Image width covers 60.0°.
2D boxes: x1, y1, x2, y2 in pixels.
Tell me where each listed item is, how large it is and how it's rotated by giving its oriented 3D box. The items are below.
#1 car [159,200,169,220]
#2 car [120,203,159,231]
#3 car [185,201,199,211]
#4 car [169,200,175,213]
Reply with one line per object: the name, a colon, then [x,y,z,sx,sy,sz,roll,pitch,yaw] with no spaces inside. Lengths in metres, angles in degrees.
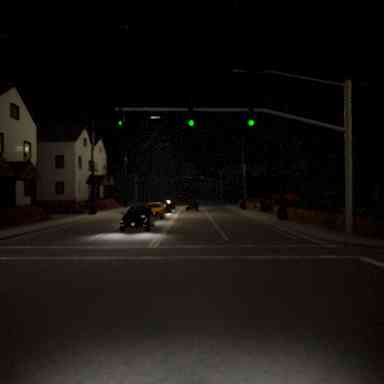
car: [-3.584,1.768,32.068,1.882,1.535,5.008,0,0,0]
car: [-3.591,1.731,22.571,1.837,1.490,4.892,0,0,0]
car: [0.029,1.915,47.156,2.033,1.411,5.357,0,0,0]
car: [-3.566,1.917,41.413,1.994,1.385,4.181,0,0,0]
